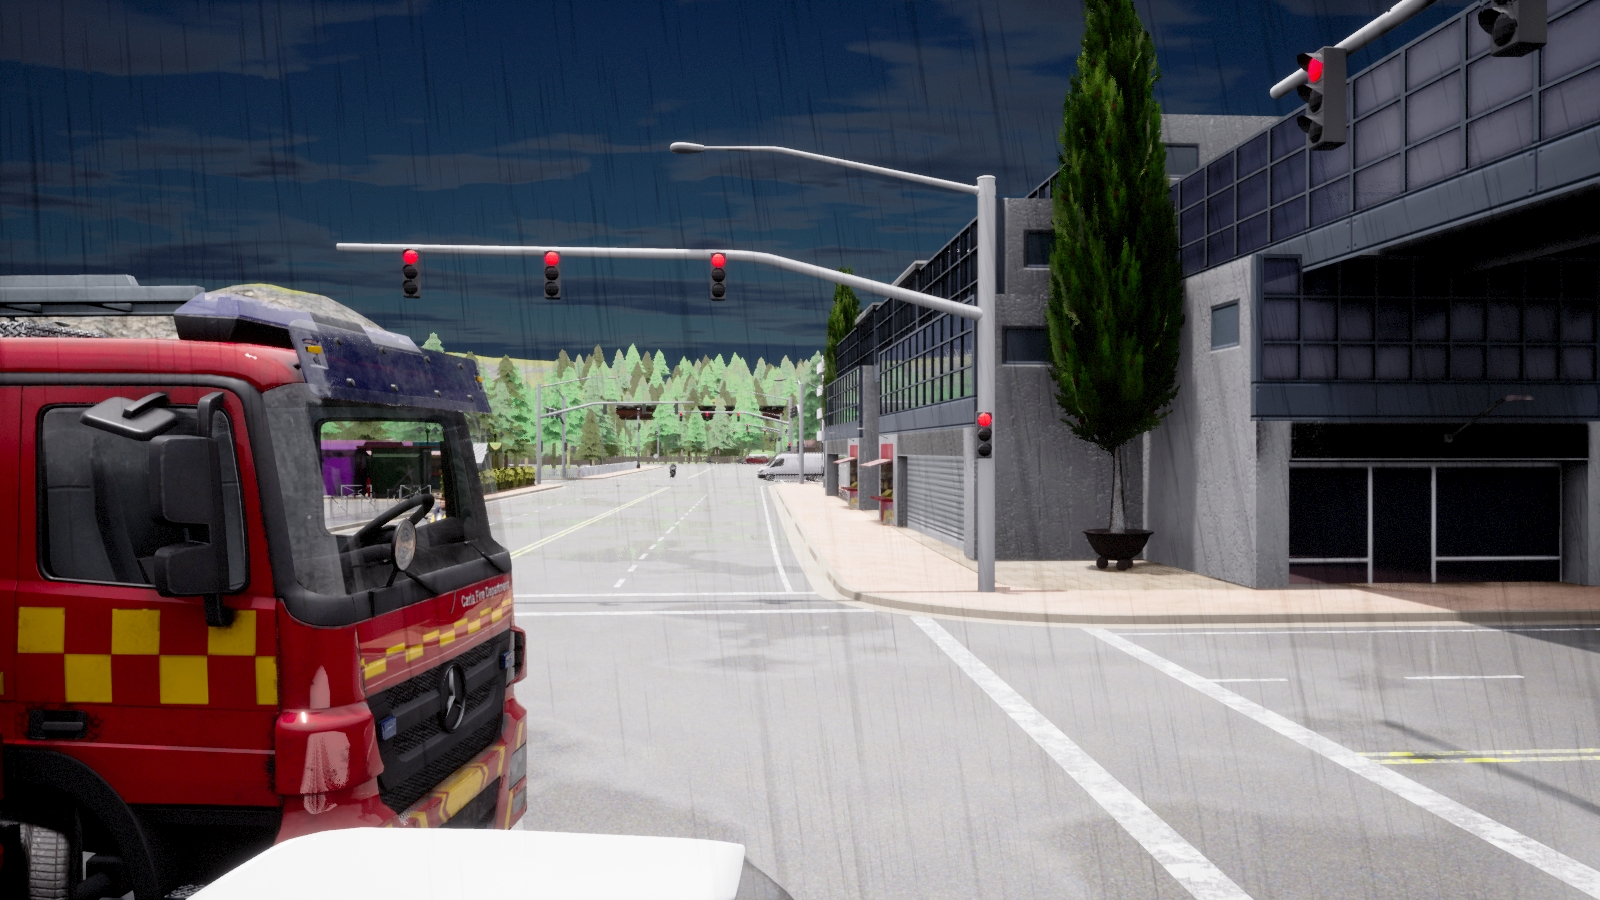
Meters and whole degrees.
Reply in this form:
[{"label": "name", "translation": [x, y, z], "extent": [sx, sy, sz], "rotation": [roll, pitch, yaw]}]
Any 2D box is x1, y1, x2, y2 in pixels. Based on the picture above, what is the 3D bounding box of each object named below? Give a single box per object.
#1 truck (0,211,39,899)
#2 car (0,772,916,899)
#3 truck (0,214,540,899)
[{"label": "truck", "translation": [-7.587, 0.890, 3.490], "extent": [8.468, 3.827, 2.891], "rotation": [0, 0, -3]}, {"label": "car", "translation": [-1.549, 2.065, 3.579], "extent": [3.806, 1.475, 1.970], "rotation": [0, 0, 5]}, {"label": "truck", "translation": [-6.102, 0.890, 6.659], "extent": [8.468, 3.827, 2.891], "rotation": [0, 0, 4]}]
